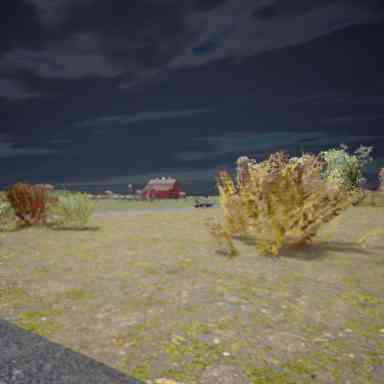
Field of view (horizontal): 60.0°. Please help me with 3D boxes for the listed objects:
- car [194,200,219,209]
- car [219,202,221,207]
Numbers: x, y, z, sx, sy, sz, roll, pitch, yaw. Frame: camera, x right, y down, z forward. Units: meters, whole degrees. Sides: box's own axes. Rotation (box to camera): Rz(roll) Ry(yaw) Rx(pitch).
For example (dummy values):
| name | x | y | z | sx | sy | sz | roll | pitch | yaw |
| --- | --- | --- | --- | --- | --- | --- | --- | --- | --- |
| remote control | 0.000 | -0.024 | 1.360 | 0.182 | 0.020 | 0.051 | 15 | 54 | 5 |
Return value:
| name | x | y | z | sx | sy | sz | roll | pitch | yaw |
| --- | --- | --- | --- | --- | --- | --- | --- | --- | --- |
| car | 2.333 | 2.276 | 61.309 | 1.837 | 1.490 | 4.892 | -2 | -2 | 36 |
| car | 6.826 | 2.421 | 67.610 | 1.994 | 1.385 | 4.181 | -2 | -2 | 36 |
